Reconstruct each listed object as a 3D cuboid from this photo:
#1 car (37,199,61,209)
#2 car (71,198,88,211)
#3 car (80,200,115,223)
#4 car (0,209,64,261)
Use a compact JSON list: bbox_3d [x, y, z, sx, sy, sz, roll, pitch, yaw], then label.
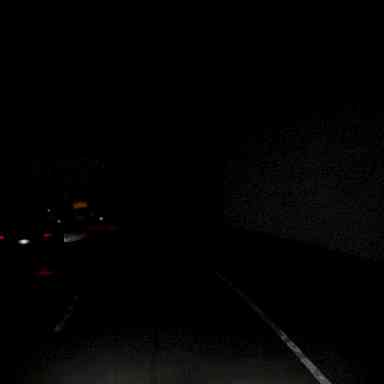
[{"bbox_3d":[-14.347,1.479,33.322,1.837,1.490,4.892,0,0,-23],"label":"car"},{"bbox_3d":[-13.506,1.438,40.315,1.882,1.535,5.008,0,0,-23],"label":"car"},{"bbox_3d":[-7.213,1.572,25.380,1.895,1.301,4.718,0,0,-23],"label":"car"},{"bbox_3d":[-5.975,1.556,12.507,1.994,1.385,4.181,0,0,-18],"label":"car"}]
